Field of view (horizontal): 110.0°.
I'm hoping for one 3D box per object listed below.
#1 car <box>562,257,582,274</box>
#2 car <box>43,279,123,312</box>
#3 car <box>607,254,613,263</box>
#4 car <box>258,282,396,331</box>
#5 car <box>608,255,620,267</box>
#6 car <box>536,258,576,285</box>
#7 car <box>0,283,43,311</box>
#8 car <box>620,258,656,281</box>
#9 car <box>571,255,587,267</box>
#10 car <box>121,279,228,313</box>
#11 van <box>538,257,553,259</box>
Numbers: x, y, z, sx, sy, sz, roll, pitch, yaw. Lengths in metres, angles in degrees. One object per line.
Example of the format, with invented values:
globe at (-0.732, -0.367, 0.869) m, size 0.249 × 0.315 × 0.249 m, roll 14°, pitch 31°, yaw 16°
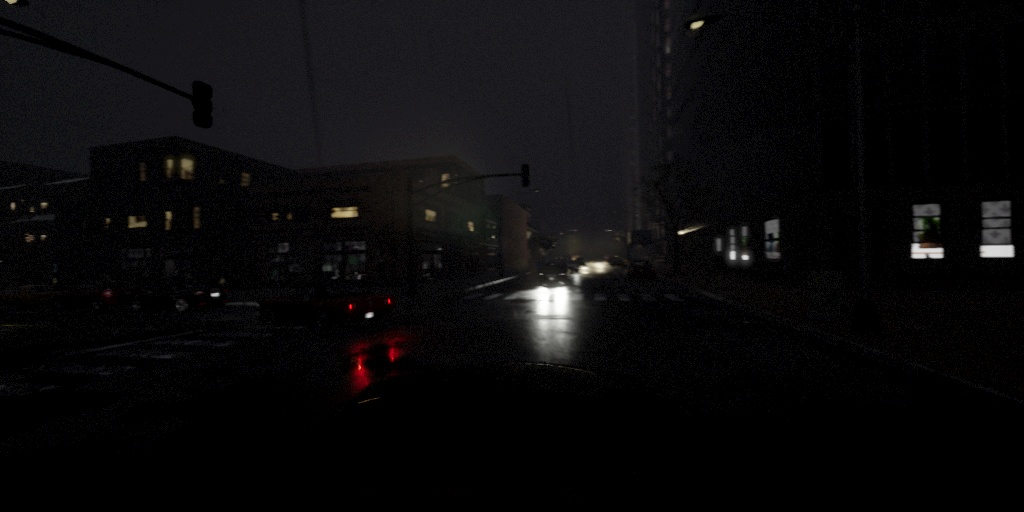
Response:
car at (6.316, 1.107, 38.840) m, size 1.812 × 1.442 × 4.674 m, roll -1°, pitch 0°, yaw 13°
car at (-20.998, 1.921, 18.314) m, size 4.097 × 1.591 × 1.967 m, roll 0°, pitch 0°, yaw 14°
car at (17.008, 0.859, 58.817) m, size 1.751 × 1.417 × 4.829 m, roll 0°, pitch 0°, yaw 13°
car at (-6.025, 1.515, 11.440) m, size 4.718 × 1.301 × 1.895 m, roll -3°, pitch -1°, yaw 30°
car at (15.732, 0.891, 53.432) m, size 1.751 × 1.417 × 4.829 m, roll 0°, pitch 0°, yaw 13°
car at (3.069, 1.151, 25.188) m, size 2.128 × 1.511 × 4.902 m, roll -1°, pitch 0°, yaw 13°
car at (-26.542, 2.176, 19.704) m, size 4.829 × 1.417 × 1.751 m, roll 0°, pitch 0°, yaw 14°
car at (9.308, 0.966, 26.338) m, size 1.967 × 1.591 × 4.097 m, roll 0°, pitch 0°, yaw 13°
car at (11.017, 0.991, 58.282) m, size 1.837 × 1.490 × 4.892 m, roll -1°, pitch 0°, yaw 13°
car at (-15.619, 1.879, 16.964) m, size 4.313 × 1.339 × 1.948 m, roll 0°, pitch 0°, yaw 14°
van at (3.712, 0.979, 39.056) m, size 1.690 × 1.789 × 3.998 m, roll 0°, pitch 0°, yaw 13°
